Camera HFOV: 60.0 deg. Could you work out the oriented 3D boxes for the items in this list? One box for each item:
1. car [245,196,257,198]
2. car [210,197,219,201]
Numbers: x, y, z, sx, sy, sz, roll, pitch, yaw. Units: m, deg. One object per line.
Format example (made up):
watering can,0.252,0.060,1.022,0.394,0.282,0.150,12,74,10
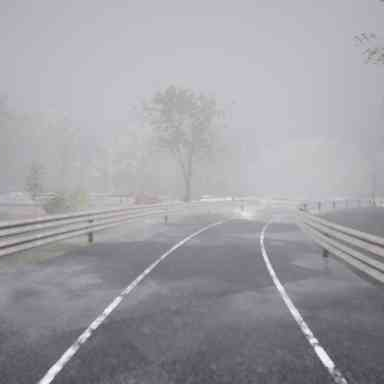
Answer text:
car,14.512,1.774,79.526,4.902,1.511,2.128,1,1,-35
car,5.010,1.611,68.654,4.718,1.301,1.895,1,0,-35
